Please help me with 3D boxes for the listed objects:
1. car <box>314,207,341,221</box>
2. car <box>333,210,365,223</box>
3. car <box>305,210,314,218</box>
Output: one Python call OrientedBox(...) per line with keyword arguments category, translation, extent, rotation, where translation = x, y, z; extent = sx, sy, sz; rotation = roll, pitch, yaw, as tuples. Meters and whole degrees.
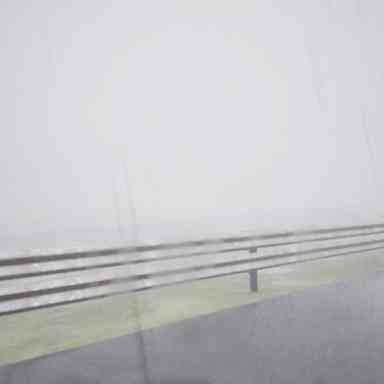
OrientedBox(category="car", translation=(24.200, 3.644, 56.733), extent=(5.566, 2.045, 2.150), rotation=(-3, 2, -26))
OrientedBox(category="car", translation=(25.701, 3.963, 53.573), extent=(4.892, 1.490, 1.837), rotation=(-3, 2, -26))
OrientedBox(category="car", translation=(22.666, 3.930, 59.880), extent=(4.902, 1.511, 2.128), rotation=(-3, 2, -26))
